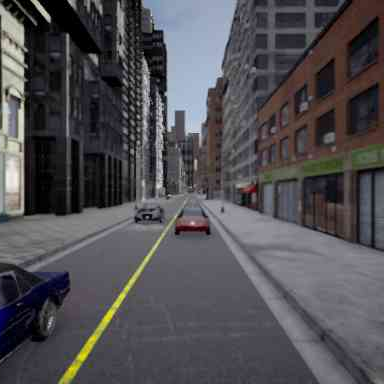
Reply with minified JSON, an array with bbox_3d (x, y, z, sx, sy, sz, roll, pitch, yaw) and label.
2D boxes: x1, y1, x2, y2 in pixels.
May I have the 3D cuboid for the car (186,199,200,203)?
[{"bbox_3d":[0.077,1.515,36.316,2.033,1.411,5.357,0,0,0],"label":"car"}]

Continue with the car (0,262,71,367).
[{"bbox_3d":[-3.094,1.599,3.723,1.895,1.301,4.718,0,0,0],"label":"car"}]

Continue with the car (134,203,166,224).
[{"bbox_3d":[-3.063,1.547,24.839,1.994,1.385,4.181,0,0,0],"label":"car"}]

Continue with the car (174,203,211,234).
[{"bbox_3d":[0.040,1.553,19.046,1.994,1.385,4.181,0,0,0],"label":"car"}]
